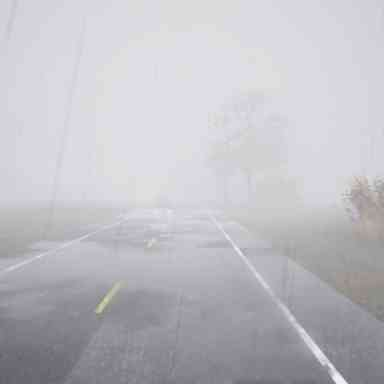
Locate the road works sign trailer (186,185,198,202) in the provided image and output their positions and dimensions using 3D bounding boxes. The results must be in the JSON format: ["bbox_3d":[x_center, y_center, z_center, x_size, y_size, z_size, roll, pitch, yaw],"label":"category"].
[{"bbox_3d":[-0.014,0.319,69.600,2.380,3.560,2.880,0,0,0],"label":"road works sign trailer"}]

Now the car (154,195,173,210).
[{"bbox_3d":[-3.591,1.251,41.920,2.097,1.767,4.553,0,0,0],"label":"car"}]
